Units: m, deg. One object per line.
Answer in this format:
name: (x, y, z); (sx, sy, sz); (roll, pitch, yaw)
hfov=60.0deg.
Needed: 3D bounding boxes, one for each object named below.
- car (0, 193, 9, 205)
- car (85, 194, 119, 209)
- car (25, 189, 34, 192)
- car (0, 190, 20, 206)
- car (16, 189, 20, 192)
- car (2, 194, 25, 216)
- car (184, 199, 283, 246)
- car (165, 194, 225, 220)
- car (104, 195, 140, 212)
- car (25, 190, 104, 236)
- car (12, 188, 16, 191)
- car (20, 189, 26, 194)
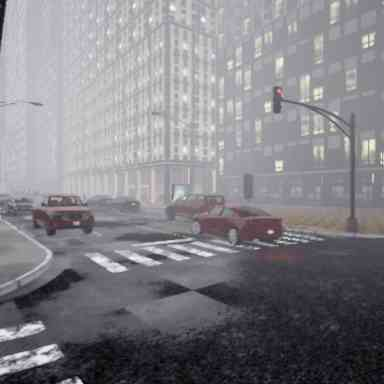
car: (-22.794, 0.746, 38.943); (1.802, 1.307, 4.206); (1, 0, -36)
car: (-9.533, 0.949, 34.947); (1.947, 1.339, 4.313); (1, 0, -36)
car: (-29.094, 0.292, 61.875); (1.887, 1.381, 4.507); (1, 0, -36)
car: (-19.534, 0.820, 34.456); (2.008, 1.369, 4.403); (1, 0, -36)
car: (-35.615, 0.079, 70.850); (1.887, 1.381, 4.507); (1, 0, -36)
car: (-13.015, 1.061, 25.483); (1.802, 1.307, 4.206); (1, 0, -36)
car: (1.765, 1.290, 14.595); (1.882, 1.535, 5.008); (1, 0, -28)
car: (0.254, 1.011, 21.483); (2.192, 1.841, 5.009); (1, 0, -36)
car: (-6.272, 1.054, 30.459); (1.947, 1.339, 4.313); (1, 0, -36)
car: (-6.489, 1.002, 16.508); (2.192, 1.841, 5.009); (1, 0, -36)
car: (-38.876, -0.029, 75.338); (1.887, 1.381, 4.507); (1, 0, -36)
car: (-32.352, 0.081, 66.362); (1.967, 1.590, 4.097); (1, 0, -36)
